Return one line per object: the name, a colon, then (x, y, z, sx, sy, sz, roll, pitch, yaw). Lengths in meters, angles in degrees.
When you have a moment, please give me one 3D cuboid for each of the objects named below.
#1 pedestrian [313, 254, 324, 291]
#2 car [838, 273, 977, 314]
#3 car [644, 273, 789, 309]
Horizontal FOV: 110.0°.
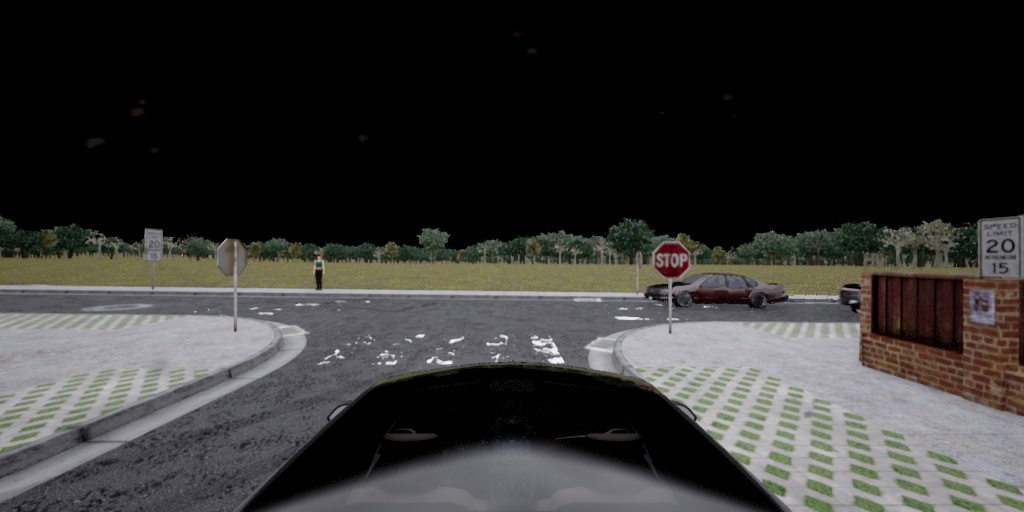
pedestrian: (-9.690, 0.811, 18.008, 0.375, 1.860, 0.375, 0, -1, 0)
car: (14.243, 1.418, 12.388, 4.902, 1.511, 2.128, 1, 0, 1)
car: (8.531, 1.426, 15.201, 5.357, 1.411, 2.033, 1, 0, 0)
